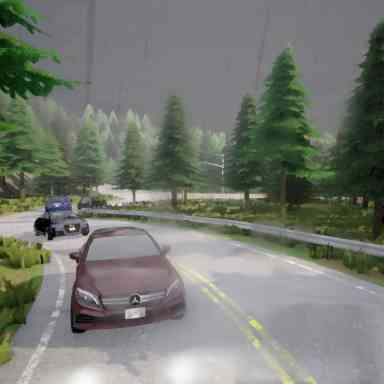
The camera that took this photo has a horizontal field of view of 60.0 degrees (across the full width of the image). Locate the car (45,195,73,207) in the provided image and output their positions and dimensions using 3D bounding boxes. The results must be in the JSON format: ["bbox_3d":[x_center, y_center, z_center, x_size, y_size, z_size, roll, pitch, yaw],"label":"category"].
[{"bbox_3d":[-12.875,1.326,32.235,2.150,2.045,5.566,-1,0,-18],"label":"car"}]

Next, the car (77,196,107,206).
[{"bbox_3d":[-12.736,1.289,42.826,2.097,1.767,4.553,2,2,13],"label":"car"}]

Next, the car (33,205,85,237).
[{"bbox_3d":[-7.079,1.663,17.846,1.994,1.385,4.181,-4,2,-38],"label":"car"}]

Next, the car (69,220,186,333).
[{"bbox_3d":[-1.524,1.523,7.095,1.812,1.442,4.674,-2,0,-17],"label":"car"}]
